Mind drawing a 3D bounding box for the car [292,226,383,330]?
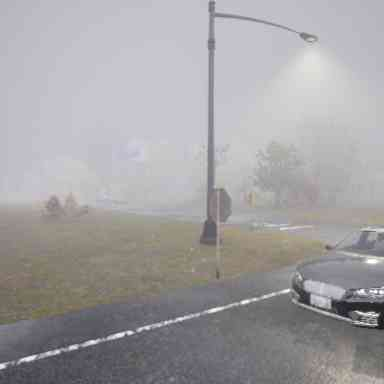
[{"bbox_3d":[4.068,1.492,6.763,4.902,1.511,2.128,0,0,-35],"label":"car"}]

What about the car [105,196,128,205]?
[{"bbox_3d":[-12.322,1.509,55.318,1.895,1.301,4.718,0,0,-33],"label":"car"}]

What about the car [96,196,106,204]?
[{"bbox_3d":[-16.153,1.422,60.998,1.812,1.442,4.674,0,0,-34],"label":"car"}]
